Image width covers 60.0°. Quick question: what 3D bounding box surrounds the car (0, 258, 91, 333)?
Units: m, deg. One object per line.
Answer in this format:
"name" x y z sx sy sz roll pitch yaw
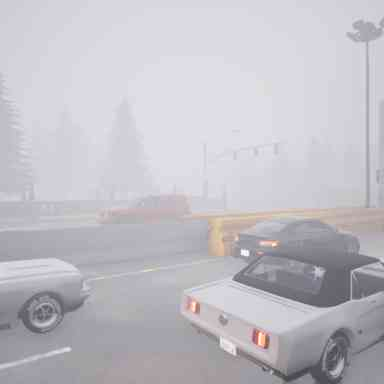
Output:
"car" -4.100 1.601 5.121 4.718 1.301 1.895 0 0 -35

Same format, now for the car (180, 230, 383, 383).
"car" 2.253 1.576 5.335 4.718 1.301 1.895 -1 0 -35

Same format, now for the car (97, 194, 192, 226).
"car" -2.595 1.165 19.285 5.566 2.045 2.150 -1 0 -35

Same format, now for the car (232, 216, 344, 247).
"car" 3.321 1.473 10.375 4.674 1.442 1.812 -1 0 -35
